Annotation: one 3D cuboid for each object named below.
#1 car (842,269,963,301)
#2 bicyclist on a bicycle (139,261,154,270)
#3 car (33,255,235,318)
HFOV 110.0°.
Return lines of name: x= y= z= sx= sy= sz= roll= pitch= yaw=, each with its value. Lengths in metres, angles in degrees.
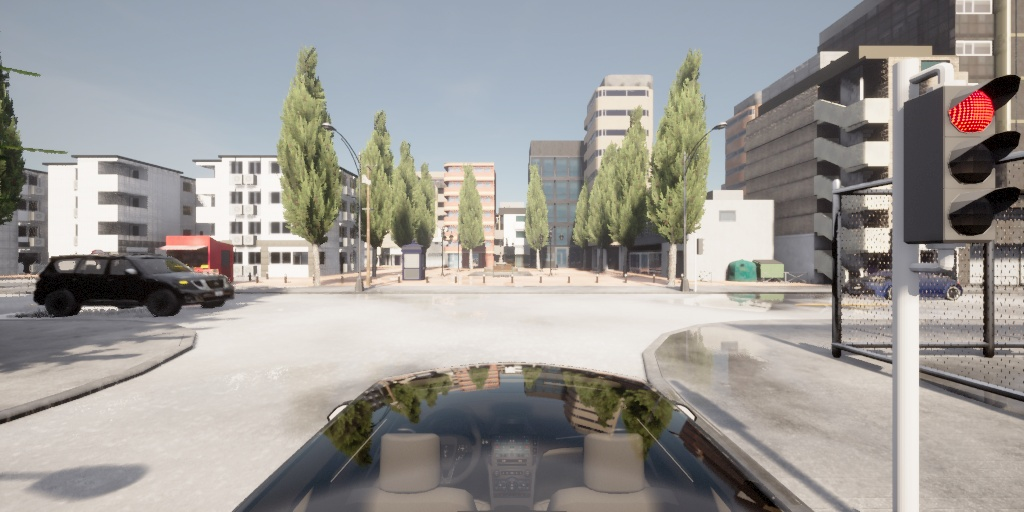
car: x=18.210 y=1.314 z=16.853 sx=4.181 sy=1.385 sz=1.994 roll=0 pitch=0 yaw=0
bicyclist on a bicycle: x=-21.561 y=1.099 z=21.015 sx=0.582 sy=1.620 sz=1.656 roll=0 pitch=0 yaw=0
car: x=-13.088 y=0.973 z=12.625 sx=5.566 sy=2.045 sz=2.150 roll=0 pitch=0 yaw=0
